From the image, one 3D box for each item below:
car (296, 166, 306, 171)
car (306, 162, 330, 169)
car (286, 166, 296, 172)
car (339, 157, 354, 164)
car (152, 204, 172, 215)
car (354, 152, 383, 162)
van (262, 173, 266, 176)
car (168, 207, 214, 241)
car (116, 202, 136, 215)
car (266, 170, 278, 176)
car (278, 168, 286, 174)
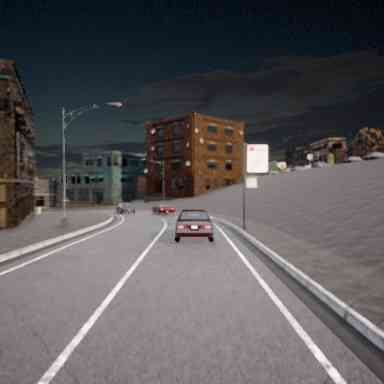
[{"bbox_3d":[21.384,-4.195,61.454,2.002,1.452,4.674,0,1,-1],"label":"car"},{"bbox_3d":[21.503,-4.296,55.960,2.185,1.767,4.553,0,1,-1],"label":"car"},{"bbox_3d":[21.261,-4.426,67.126,2.185,1.767,4.553,0,1,-1],"label":"car"},{"bbox_3d":[21.739,-4.039,45.023,2.231,1.521,4.892,0,1,-1],"label":"car"},{"bbox_3d":[-3.589,2.055,40.327,1.895,1.301,4.718,0,-1,-19],"label":"car"},{"bbox_3d":[21.867,-3.961,39.506,2.231,1.521,4.892,0,1,-1],"label":"car"},{"bbox_3d":[20.787,-4.743,89.055,1.878,1.987,4.442,0,0,-1],"label":"van"},{"bbox_3d":[0.089,1.602,16.958,2.033,1.411,5.357,0,-1,0],"label":"car"},{"bbox_3d":[-8.499,2.102,42.694,1.837,1.490,4.892,0,-2,-23],"label":"car"},{"bbox_3d":[20.903,-4.469,83.660,2.231,1.521,4.892,0,1,-1],"label":"car"},{"bbox_3d":[21.142,-4.487,72.645,2.185,1.767,4.553,0,1,-1],"label":"car"}]
